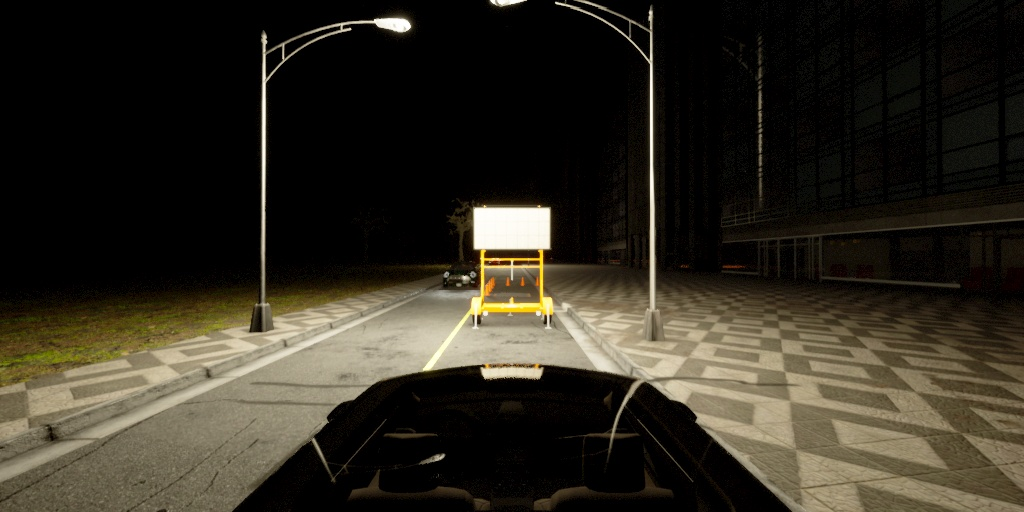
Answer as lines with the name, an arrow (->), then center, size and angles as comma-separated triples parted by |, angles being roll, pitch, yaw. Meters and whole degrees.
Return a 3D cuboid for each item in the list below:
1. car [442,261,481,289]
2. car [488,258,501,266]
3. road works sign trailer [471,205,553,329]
car -> -3.098, 1.108, 23.155 | 2.097, 1.767, 4.553 | 0, 0, 0
car -> -3.054, 1.125, 64.149 | 2.097, 1.767, 4.553 | 0, 0, 0
road works sign trailer -> 0.001, 0.216, 11.229 | 2.380, 3.560, 2.880 | 0, 0, 0
